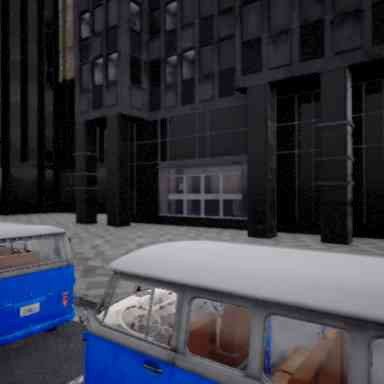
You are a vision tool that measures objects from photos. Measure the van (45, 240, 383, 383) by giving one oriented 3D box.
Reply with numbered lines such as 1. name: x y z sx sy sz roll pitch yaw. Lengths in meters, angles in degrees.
1. van: 0.911 1.343 2.314 3.998 1.788 1.690 0 0 35

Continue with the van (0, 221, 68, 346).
1. van: -3.711 1.375 5.611 3.998 1.788 1.690 0 0 35
